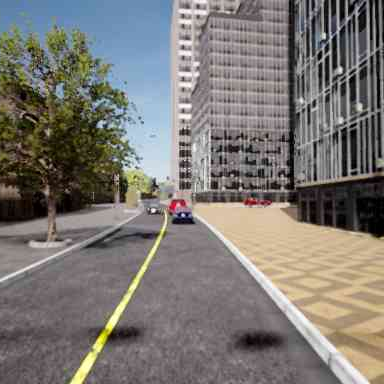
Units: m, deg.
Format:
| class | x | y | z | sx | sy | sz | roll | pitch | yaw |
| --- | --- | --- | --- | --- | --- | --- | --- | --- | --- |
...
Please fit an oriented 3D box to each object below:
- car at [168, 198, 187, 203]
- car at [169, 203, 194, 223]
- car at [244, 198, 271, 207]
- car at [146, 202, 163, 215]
| class | x | y | z | sx | sy | sz | roll | pitch | yaw |
| --- | --- | --- | --- | --- | --- | --- | --- | --- | --- |
| car | -1.826 | 1.781 | 42.229 | 2.150 | 2.045 | 5.566 | 0 | -1 | -5 |
| car | -0.854 | 1.933 | 29.097 | 2.033 | 1.411 | 5.357 | 0 | -1 | -4 |
| car | 12.369 | 2.019 | 63.193 | 5.009 | 1.841 | 2.192 | 0 | -2 | 14 |
| car | -4.692 | 2.036 | 41.329 | 2.128 | 1.511 | 4.902 | 0 | -1 | -5 |
